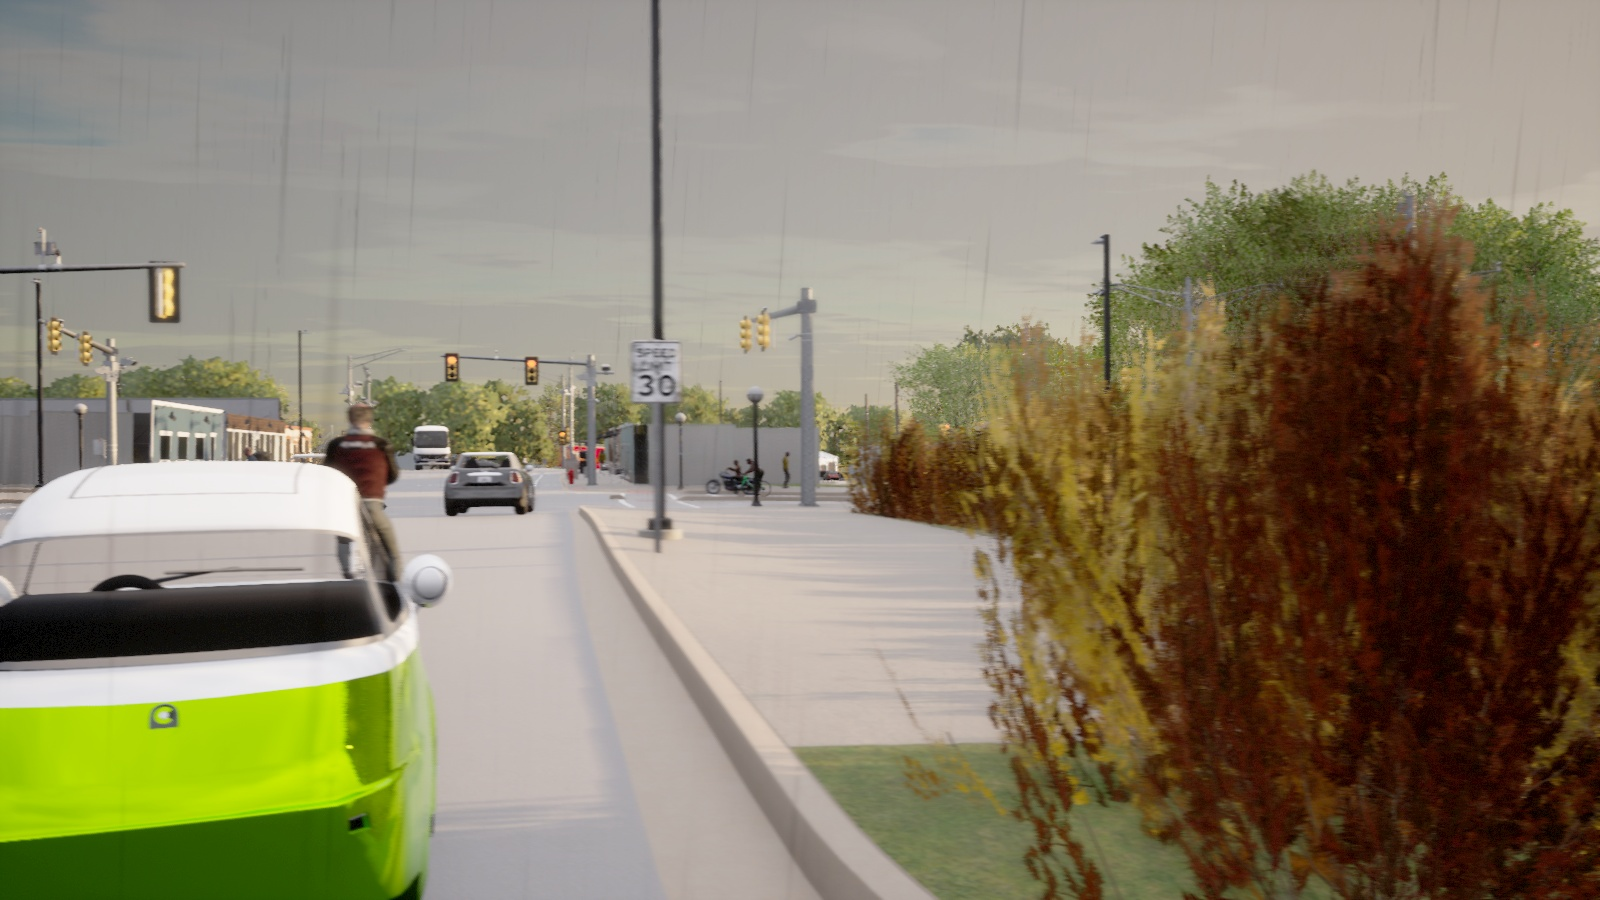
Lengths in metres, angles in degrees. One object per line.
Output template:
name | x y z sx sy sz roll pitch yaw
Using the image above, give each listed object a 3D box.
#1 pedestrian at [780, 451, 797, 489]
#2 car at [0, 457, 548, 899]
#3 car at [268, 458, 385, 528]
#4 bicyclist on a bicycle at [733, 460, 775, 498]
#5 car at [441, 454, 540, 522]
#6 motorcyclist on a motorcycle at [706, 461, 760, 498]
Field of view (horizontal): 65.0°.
pedestrian | -0.560 0.990 61.255 0.726 1.835 0.370 -2 1 -11
car | -1.659 0.744 3.585 1.481 1.376 2.207 -2 1 -21
car | -11.010 0.997 29.460 1.970 1.475 3.806 -2 -1 -12
bicyclist on a bicycle | -1.945 1.225 53.088 1.656 1.620 0.582 0 -1 -12
car | -7.345 0.898 30.145 1.970 1.475 3.806 -2 -1 -9
motorcyclist on a motorcycle | -3.020 1.307 56.555 2.350 1.649 0.766 0 -1 -9
